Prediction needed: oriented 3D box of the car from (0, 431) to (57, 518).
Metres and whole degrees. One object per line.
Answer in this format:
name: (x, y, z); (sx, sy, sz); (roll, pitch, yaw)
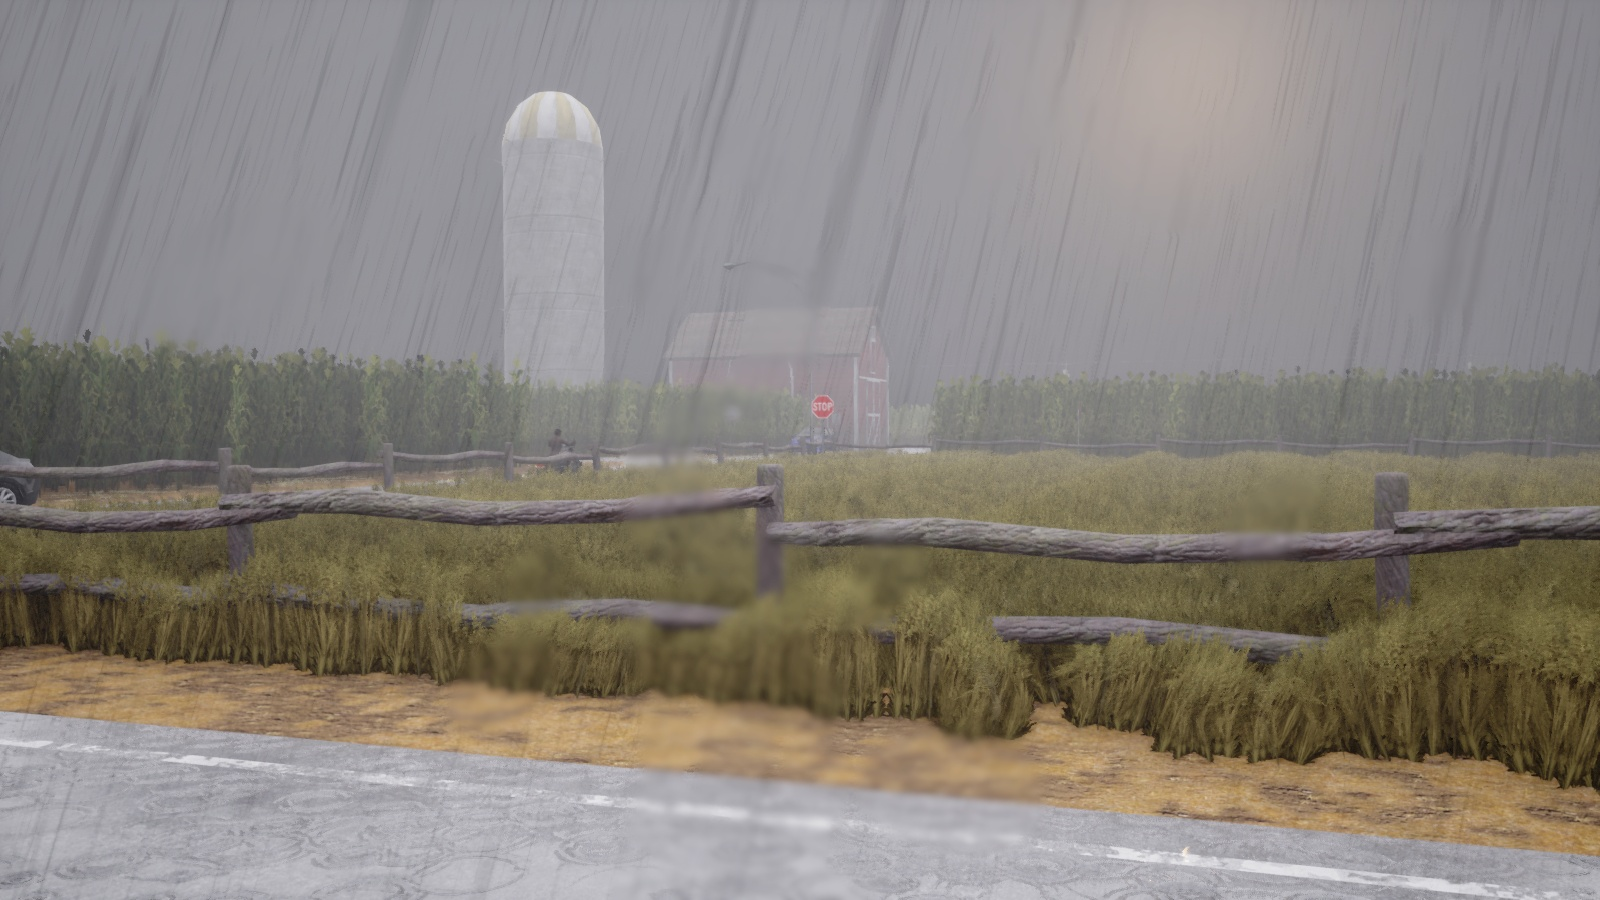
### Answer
car: (-15.187, 0.441, 20.839); (1.837, 1.490, 4.892); (1, 1, 19)

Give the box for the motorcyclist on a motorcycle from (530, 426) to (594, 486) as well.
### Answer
motorcyclist on a motorcycle: (-6.792, 0.141, 35.966); (0.766, 1.649, 2.350); (1, 1, 19)

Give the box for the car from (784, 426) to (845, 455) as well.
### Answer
car: (0.848, -0.512, 68.200); (2.007, 1.525, 4.514); (1, 0, 19)
